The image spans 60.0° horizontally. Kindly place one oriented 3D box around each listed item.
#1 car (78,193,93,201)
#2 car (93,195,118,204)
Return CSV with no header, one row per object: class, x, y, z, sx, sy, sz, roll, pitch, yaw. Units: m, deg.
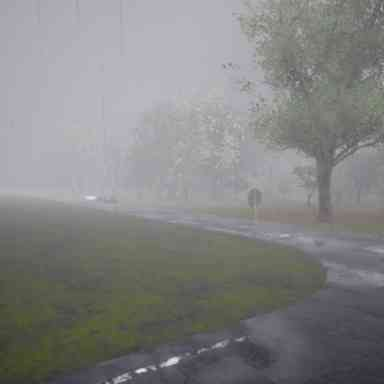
car,-17.716,0.899,56.142,1.895,1.301,4.718,1,1,-33
car,-12.321,1.053,47.980,1.895,1.301,4.718,1,1,-33
